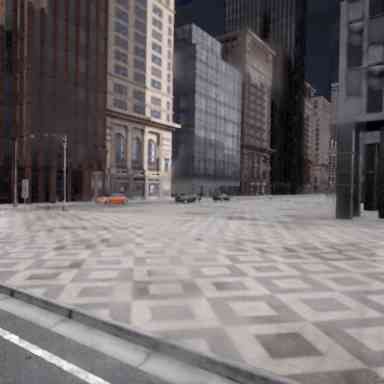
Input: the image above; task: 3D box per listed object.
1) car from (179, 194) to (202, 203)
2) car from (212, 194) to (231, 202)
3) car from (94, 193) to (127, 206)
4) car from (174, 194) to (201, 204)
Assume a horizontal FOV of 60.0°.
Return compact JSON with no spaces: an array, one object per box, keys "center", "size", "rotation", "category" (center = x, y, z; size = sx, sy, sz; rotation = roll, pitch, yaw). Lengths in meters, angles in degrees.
[{"center":[-0.206,1.099,59.420],"size":[1.812,1.442,4.674],"rotation":[2,1,35],"category":"car"},{"center":[5.614,1.080,62.446],"size":[1.837,1.490,4.892],"rotation":[2,1,35],"category":"car"},{"center":[-10.854,0.953,44.529],"size":[2.097,1.767,4.553],"rotation":[2,1,35],"category":"car"},{"center":[-0.821,1.129,53.282],"size":[1.837,1.490,4.892],"rotation":[2,1,36],"category":"car"}]
